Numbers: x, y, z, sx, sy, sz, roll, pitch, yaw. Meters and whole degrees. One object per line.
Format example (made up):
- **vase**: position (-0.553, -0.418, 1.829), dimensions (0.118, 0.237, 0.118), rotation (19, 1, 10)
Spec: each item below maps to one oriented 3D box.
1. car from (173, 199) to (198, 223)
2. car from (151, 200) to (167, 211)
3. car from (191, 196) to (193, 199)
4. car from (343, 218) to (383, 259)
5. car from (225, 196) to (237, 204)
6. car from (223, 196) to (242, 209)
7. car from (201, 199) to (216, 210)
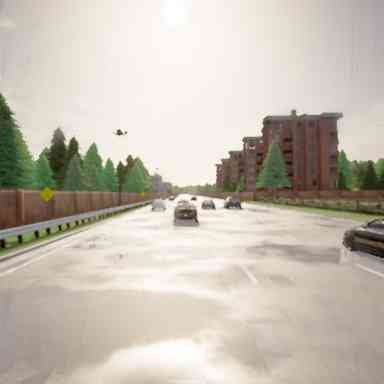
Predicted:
- **car**: position (-0.529, 1.623, 27.422), dimensions (1.882, 1.535, 5.008), rotation (-1, 0, -1)
- **car**: position (-4.626, 1.820, 46.980), dimensions (1.812, 1.442, 4.674), rotation (-1, 0, -2)
- **car**: position (-1.256, 1.751, 51.153), dimensions (1.882, 1.535, 5.008), rotation (-1, 0, -2)
- **car**: position (6.878, 1.537, 11.214), dimensions (1.994, 1.385, 4.181), rotation (-1, 0, -1)
- **car**: position (8.545, 1.745, 73.897), dimensions (1.882, 1.535, 5.008), rotation (-1, 0, -2)
- **car**: position (5.830, 1.523, 48.383), dimensions (2.097, 1.767, 4.553), rotation (-1, 0, -2)
- **car**: position (2.348, 1.760, 47.814), dimensions (2.033, 1.411, 5.357), rotation (-1, 0, -2)
